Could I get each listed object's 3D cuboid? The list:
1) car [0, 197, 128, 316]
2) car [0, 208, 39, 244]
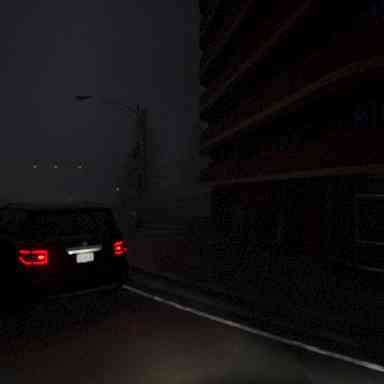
[{"bbox_3d":[-3.583,1.247,7.924,2.150,2.045,5.566,0,0,-39],"label":"car"},{"bbox_3d":[-8.957,1.619,17.016,1.994,1.385,4.181,0,0,-25],"label":"car"}]
